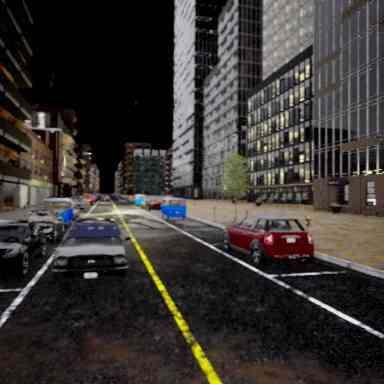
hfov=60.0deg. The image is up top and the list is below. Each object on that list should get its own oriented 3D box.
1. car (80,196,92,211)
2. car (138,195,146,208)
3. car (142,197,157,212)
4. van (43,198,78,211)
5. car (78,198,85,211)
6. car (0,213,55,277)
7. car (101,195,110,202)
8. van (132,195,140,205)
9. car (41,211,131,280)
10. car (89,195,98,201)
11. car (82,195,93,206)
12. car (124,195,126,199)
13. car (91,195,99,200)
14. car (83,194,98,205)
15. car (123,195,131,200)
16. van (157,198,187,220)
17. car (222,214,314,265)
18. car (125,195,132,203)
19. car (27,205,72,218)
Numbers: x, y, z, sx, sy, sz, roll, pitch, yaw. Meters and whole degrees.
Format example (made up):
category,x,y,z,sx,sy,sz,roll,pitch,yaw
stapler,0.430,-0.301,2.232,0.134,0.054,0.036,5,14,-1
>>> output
category,x,y,z,sx,sy,sz,roll,pitch,yaw
car,-12.514,1.473,36.938,2.008,1.369,4.403,2,0,-14
car,-5.829,1.553,44.585,1.752,1.417,4.829,2,0,-14
car,-4.400,1.615,39.026,1.802,1.307,4.206,2,0,-14
van,-8.345,1.280,20.759,1.690,1.788,3.998,2,0,-14
car,-9.695,1.458,25.987,1.752,1.417,4.829,2,0,-14
car,-5.575,1.515,9.969,1.947,1.339,4.313,2,0,-14
car,-18.949,1.419,72.692,2.128,1.511,4.902,1,0,-14
van,-8.559,1.359,55.210,1.690,1.788,3.998,2,0,-14
car,-2.981,1.532,10.251,2.033,1.411,5.357,1,0,-14
car,-23.621,1.467,80.091,1.802,1.307,4.206,2,0,-14
car,-13.860,1.442,42.169,1.752,1.417,4.829,2,0,-14
car,-14.117,1.545,76.784,1.887,1.381,4.507,2,0,-14
car,-26.396,1.422,90.879,1.887,1.381,4.507,2,0,-14
car,-16.673,1.222,53.122,2.192,1.841,5.009,2,0,-14
car,-18.281,1.533,92.966,1.887,1.381,4.507,2,0,-14
van,-1.617,1.385,28.241,1.690,1.788,3.998,2,0,-14
car,2.544,1.501,12.058,1.967,1.590,4.097,2,0,-14
car,-12.770,1.530,71.555,1.752,1.417,4.829,2,0,-14
car,-6.962,1.495,15.363,2.008,1.369,4.403,2,0,-14
